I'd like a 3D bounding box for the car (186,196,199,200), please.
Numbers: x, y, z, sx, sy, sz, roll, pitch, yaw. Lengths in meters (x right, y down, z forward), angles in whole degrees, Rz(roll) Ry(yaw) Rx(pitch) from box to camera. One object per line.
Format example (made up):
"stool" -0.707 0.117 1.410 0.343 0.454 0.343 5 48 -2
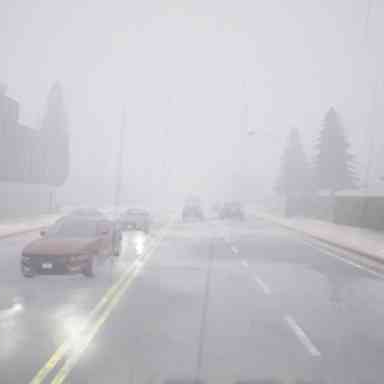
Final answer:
"car" 0.071 1.595 44.219 2.150 2.045 5.566 0 0 1

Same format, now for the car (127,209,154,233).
"car" -3.488 1.736 20.584 1.994 1.385 4.181 0 0 0

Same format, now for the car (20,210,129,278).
"car" -3.558 1.567 10.702 1.882 1.535 5.008 0 0 0

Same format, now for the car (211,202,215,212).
"car" 3.577 1.939 44.585 1.994 1.385 4.181 0 0 1

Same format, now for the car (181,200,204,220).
"car" 0.032 1.761 30.495 1.837 1.490 4.892 0 0 0

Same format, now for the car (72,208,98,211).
"car" -6.987 1.739 21.551 2.033 1.411 5.357 0 0 0

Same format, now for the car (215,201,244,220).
"car" 3.534 1.612 30.805 2.097 1.767 4.553 0 0 0
